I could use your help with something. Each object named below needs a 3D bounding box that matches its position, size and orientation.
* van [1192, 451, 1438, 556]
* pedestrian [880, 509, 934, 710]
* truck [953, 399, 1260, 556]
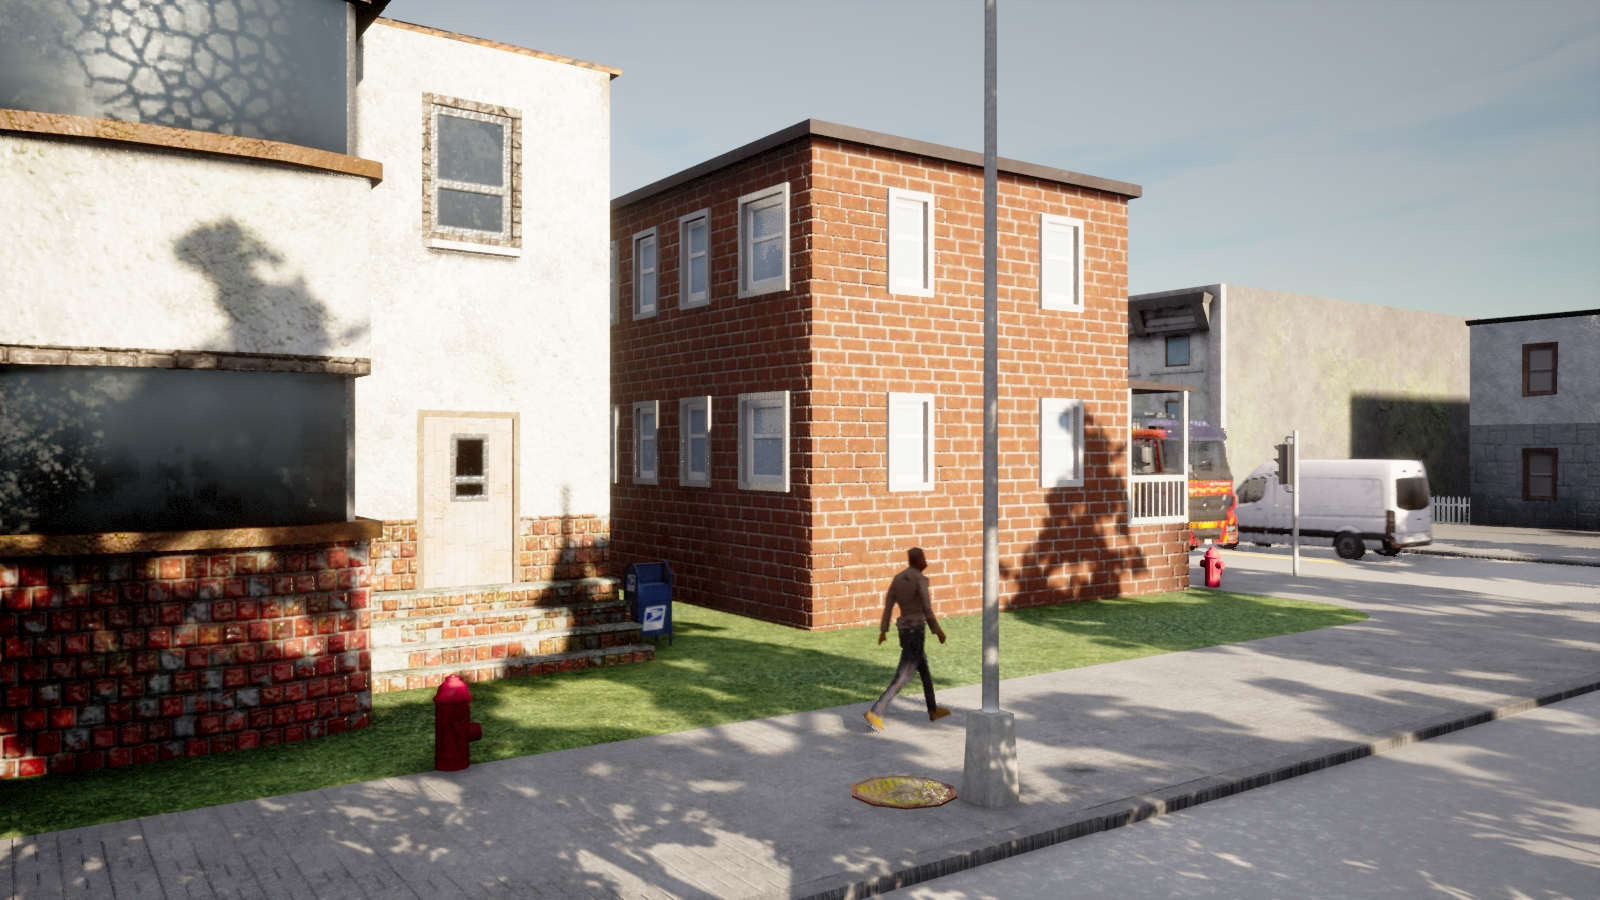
[{"bbox_3d":[13.767,1.314,30.994,1.988,2.561,5.915,0,0,-34],"label":"van"},{"bbox_3d":[1.031,1.517,11.027,0.375,1.860,0.375,0,0,-32],"label":"pedestrian"},{"bbox_3d":[8.279,0.671,32.184,2.891,3.827,8.468,0,0,-35],"label":"truck"}]
